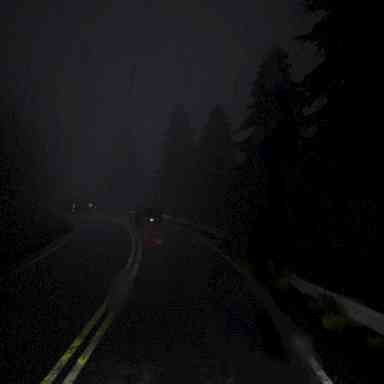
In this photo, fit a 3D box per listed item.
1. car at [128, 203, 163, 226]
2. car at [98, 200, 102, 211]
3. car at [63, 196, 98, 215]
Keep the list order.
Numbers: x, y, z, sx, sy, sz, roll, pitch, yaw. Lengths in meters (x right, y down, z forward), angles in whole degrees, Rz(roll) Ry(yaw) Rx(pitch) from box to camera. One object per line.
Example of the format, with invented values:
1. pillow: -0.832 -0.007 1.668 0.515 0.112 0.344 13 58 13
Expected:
1. car: -3.448 1.568 24.235 1.837 1.490 4.892 2 -1 -19
2. car: -12.418 1.459 40.435 1.837 1.490 4.892 3 -1 -33
3. car: -11.195 1.224 32.561 2.097 1.767 4.553 3 -1 -31
